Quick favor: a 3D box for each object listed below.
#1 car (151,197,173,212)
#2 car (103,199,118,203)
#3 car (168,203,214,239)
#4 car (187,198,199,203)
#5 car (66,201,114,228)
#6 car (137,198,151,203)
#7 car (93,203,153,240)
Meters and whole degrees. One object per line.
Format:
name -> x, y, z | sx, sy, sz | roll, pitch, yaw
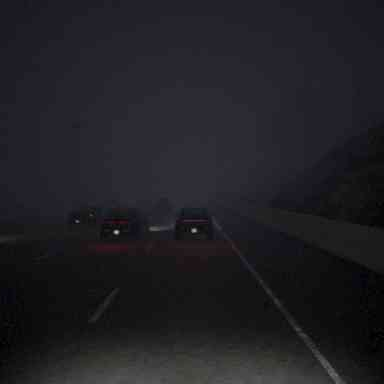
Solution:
car -> -3.388, 1.449, 40.812 | 2.097, 1.767, 4.553 | 0, 0, 0
car -> -10.386, 1.648, 42.023 | 2.033, 1.411, 5.357 | 0, 0, 0
car -> 0.106, 1.534, 17.538 | 2.128, 1.511, 4.902 | 0, 0, 0
car -> 0.118, 1.696, 55.319 | 1.994, 1.385, 4.181 | 0, 0, 0
car -> -6.890, 1.579, 22.317 | 1.812, 1.442, 4.674 | 0, 0, 0
car -> -6.881, 1.640, 47.863 | 1.812, 1.442, 4.674 | 0, 0, 0
car -> -3.395, 1.548, 17.365 | 1.837, 1.490, 4.892 | 0, 0, 0
